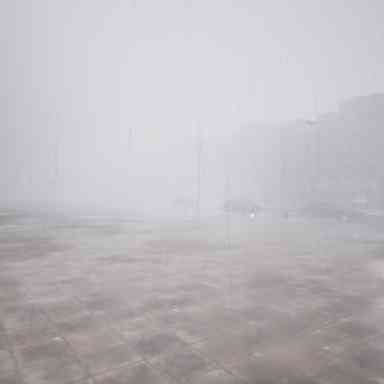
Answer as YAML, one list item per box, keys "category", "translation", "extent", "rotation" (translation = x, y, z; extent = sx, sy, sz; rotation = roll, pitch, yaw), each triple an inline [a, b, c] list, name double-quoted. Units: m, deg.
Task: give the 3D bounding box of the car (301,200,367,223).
- category: "car"
  translation: [10.646, 1.426, 25.251]
  extent: [1.837, 1.490, 4.892]
  rotation: [-2, 2, -35]

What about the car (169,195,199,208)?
- category: "car"
  translation: [-1.007, 1.189, 41.755]
  extent: [2.128, 1.511, 4.902]
  rotation: [-2, 2, -35]

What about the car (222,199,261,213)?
- category: "car"
  translation: [4.906, 1.376, 33.372]
  extent: [1.994, 1.385, 4.181]
  rotation: [-2, 2, -36]
